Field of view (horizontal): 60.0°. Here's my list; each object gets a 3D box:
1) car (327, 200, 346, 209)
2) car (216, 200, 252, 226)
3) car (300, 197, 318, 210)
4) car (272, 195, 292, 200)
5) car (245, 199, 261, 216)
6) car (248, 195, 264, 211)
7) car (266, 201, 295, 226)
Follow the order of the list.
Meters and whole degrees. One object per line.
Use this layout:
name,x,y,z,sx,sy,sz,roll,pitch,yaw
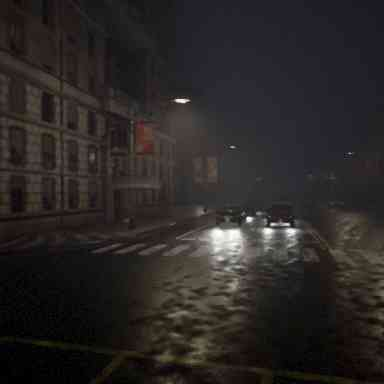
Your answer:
car,20.033,1.717,46.404,1.895,1.301,4.718,-1,0,16
car,3.052,1.660,25.105,2.128,1.511,4.902,-1,0,15
car,16.474,1.519,47.020,2.097,1.767,4.553,-1,-1,16
car,11.944,1.426,44.087,2.150,2.045,5.566,-1,0,16
car,5.685,1.776,34.742,1.994,1.385,4.181,-1,0,17
car,8.502,1.477,44.828,2.150,2.045,5.566,-1,0,16
car,6.476,1.643,24.355,1.812,1.442,4.674,-1,0,15
